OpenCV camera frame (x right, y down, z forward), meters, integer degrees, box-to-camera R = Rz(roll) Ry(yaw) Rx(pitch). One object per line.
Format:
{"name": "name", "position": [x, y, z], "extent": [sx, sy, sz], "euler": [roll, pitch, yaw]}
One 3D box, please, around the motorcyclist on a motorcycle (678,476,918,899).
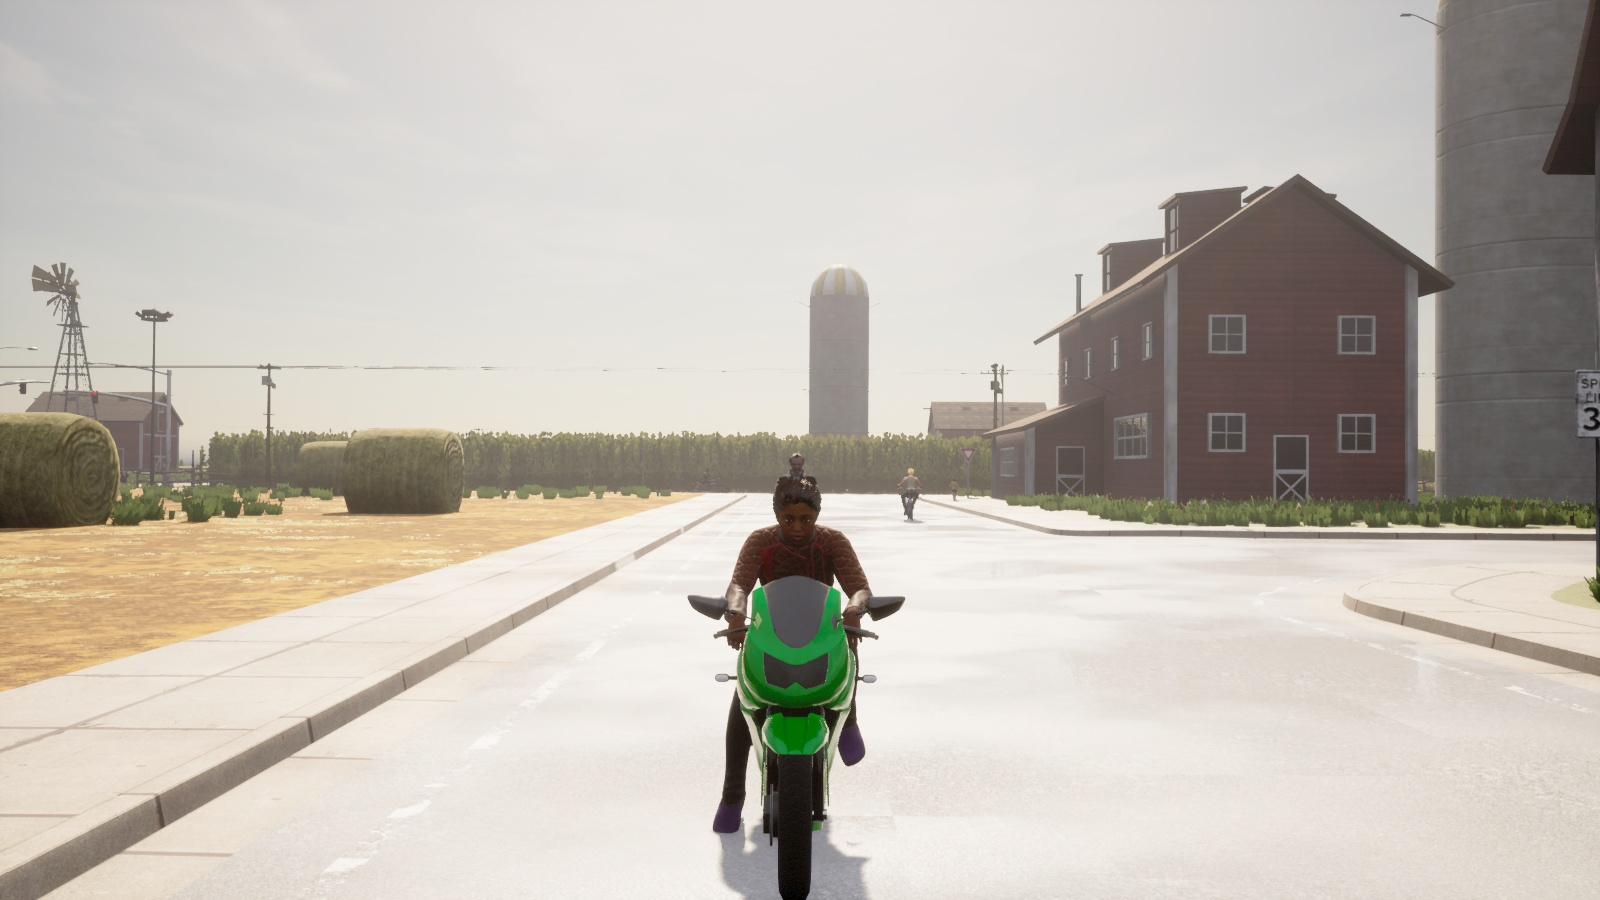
{"name": "motorcyclist on a motorcycle", "position": [-0.010, 0.878, 5.209], "extent": [0.797, 1.523, 2.044], "euler": [0, -1, 0]}

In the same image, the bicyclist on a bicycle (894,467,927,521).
{"name": "bicyclist on a bicycle", "position": [3.396, 1.336, 38.686], "extent": [0.866, 1.612, 1.509], "euler": [0, -1, 0]}

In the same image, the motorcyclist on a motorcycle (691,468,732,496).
{"name": "motorcyclist on a motorcycle", "position": [-5.293, 1.934, 75.218], "extent": [2.350, 1.649, 0.766], "euler": [0, 0, 14]}
